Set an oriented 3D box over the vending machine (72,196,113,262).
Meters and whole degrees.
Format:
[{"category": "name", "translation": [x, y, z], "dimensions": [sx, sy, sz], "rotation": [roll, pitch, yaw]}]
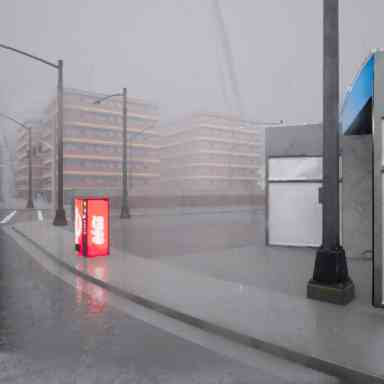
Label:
[{"category": "vending machine", "translation": [-3.388, 1.195, 11.293], "dimensions": [1.100, 2.100, 0.880], "rotation": [0, 0, -36]}]
